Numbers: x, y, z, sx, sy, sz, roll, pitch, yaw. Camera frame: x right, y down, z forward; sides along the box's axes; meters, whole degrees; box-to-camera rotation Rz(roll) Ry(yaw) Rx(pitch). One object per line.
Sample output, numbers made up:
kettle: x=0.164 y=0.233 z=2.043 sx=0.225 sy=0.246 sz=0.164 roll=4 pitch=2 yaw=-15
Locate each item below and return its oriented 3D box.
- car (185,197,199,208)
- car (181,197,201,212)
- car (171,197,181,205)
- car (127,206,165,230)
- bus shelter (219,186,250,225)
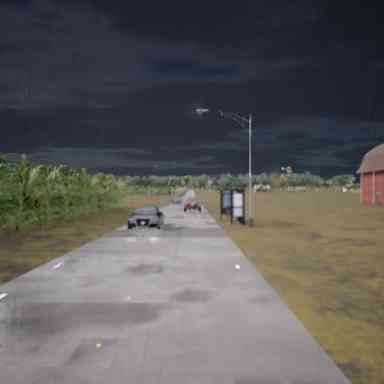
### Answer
car: x=0.006 y=1.610 z=50.834 sx=2.128 sy=1.511 sz=4.902 roll=-1 pitch=0 yaw=0
car: x=0.061 y=1.437 z=40.373 sx=2.097 sy=1.767 sz=4.553 roll=-1 pitch=0 yaw=0
car: x=-2.758 y=1.676 z=62.619 sx=1.837 sy=1.490 sz=4.892 roll=0 pitch=0 yaw=0
car: x=-2.844 y=1.604 z=21.256 sx=1.994 sy=1.385 sz=4.181 roll=0 pitch=0 yaw=0
bus shelter: x=3.132 y=0.924 z=25.225 sx=1.920 sy=2.740 sz=3.880 roll=0 pitch=0 yaw=0
